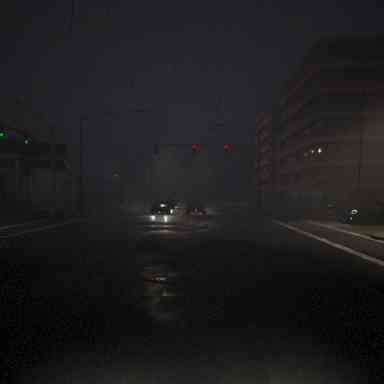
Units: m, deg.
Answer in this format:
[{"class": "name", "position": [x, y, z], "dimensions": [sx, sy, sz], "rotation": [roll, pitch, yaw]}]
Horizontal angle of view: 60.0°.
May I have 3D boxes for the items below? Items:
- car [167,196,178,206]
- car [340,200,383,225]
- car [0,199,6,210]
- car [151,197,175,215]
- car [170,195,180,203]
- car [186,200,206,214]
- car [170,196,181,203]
[{"class": "car", "position": [-3.249, 1.563, 44.102], "dimensions": [1.994, 1.385, 4.181], "rotation": [0, 0, 0]}, {"class": "car", "position": [12.856, 1.352, 23.298], "dimensions": [4.553, 1.767, 2.097], "rotation": [0, 0, 0]}, {"class": "car", "position": [-24.046, 1.455, 38.922], "dimensions": [3.806, 1.475, 1.970], "rotation": [0, 0, 1]}, {"class": "car", "position": [-3.168, 1.547, 34.715], "dimensions": [2.033, 1.411, 5.357], "rotation": [0, 0, -1]}, {"class": "car", "position": [-3.334, 1.351, 54.200], "dimensions": [2.097, 1.767, 4.553], "rotation": [0, 0, 0]}, {"class": "car", "position": [0.391, 1.525, 34.899], "dimensions": [1.812, 1.442, 4.674], "rotation": [0, 0, 0]}, {"class": "car", "position": [-3.377, 1.563, 68.138], "dimensions": [1.994, 1.385, 4.181], "rotation": [0, 0, 0]}]
